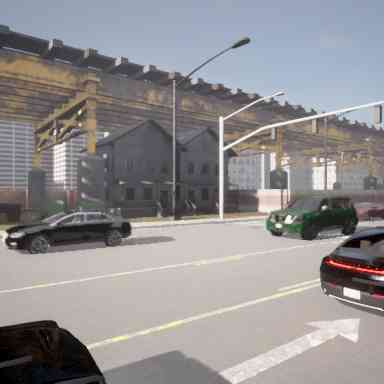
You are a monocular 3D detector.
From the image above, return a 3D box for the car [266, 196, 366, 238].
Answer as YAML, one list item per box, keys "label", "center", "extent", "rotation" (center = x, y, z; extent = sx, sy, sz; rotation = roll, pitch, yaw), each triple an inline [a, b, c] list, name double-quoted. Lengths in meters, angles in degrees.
- label: "car"
  center: [6.279, 1.221, 17.040]
  extent: [5.566, 2.045, 2.150]
  rotation: [0, 0, -35]

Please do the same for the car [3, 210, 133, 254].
- label: "car"
  center: [-4.806, 1.491, 13.454]
  extent: [4.902, 1.511, 2.128]
  rotation: [0, 0, -35]

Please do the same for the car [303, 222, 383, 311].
- label: "car"
  center: [4.741, 1.505, 7.147]
  extent: [4.892, 1.490, 1.837]
  rotation: [0, 0, -35]

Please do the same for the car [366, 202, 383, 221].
- label: "car"
  center: [14.084, 1.525, 26.867]
  extent: [4.674, 1.442, 1.812]
  rotation: [0, 0, -36]

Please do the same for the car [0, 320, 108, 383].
- label: "car"
  center: [-2.791, 1.601, 1.758]
  extent: [4.718, 1.301, 1.895]
  rotation: [0, 0, -35]
